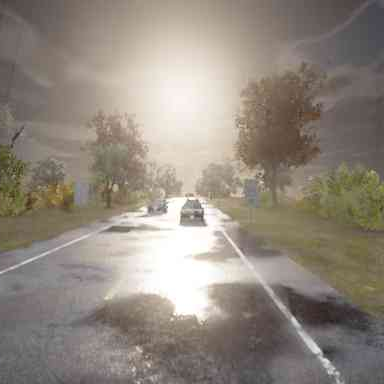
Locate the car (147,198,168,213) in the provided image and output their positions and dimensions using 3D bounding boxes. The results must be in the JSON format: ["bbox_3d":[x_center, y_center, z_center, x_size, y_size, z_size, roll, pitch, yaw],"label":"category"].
[{"bbox_3d":[-3.548,1.417,34.951,2.128,1.511,4.902,0,0,0],"label":"car"}]

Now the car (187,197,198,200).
[{"bbox_3d":[0.053,1.411,44.639,2.128,1.511,4.902,0,0,0],"label":"car"}]

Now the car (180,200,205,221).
[{"bbox_3d":[0.030,1.533,26.653,1.895,1.301,4.718,0,0,0],"label":"car"}]
